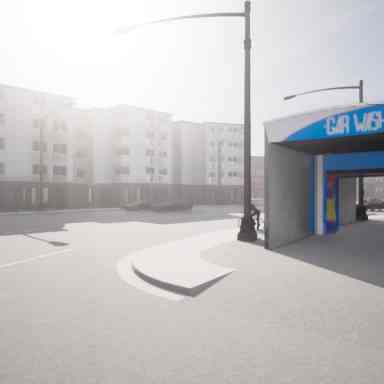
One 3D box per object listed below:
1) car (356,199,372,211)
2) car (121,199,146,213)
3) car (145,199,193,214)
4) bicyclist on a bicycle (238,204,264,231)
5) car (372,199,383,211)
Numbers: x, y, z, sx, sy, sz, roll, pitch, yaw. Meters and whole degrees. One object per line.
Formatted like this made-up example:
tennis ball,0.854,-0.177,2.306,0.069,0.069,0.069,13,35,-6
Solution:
car,15.684,1.601,34.084,4.718,1.301,1.895,0,0,-22
car,-5.346,1.548,37.842,5.357,1.411,2.033,0,0,-41
car,-2.250,1.601,35.874,4.718,1.301,1.895,0,0,-39
bicyclist on a bicycle,3.233,1.301,18.267,1.656,1.620,0.582,0,0,38
car,22.009,1.526,39.913,4.674,1.442,1.812,0,0,-18
